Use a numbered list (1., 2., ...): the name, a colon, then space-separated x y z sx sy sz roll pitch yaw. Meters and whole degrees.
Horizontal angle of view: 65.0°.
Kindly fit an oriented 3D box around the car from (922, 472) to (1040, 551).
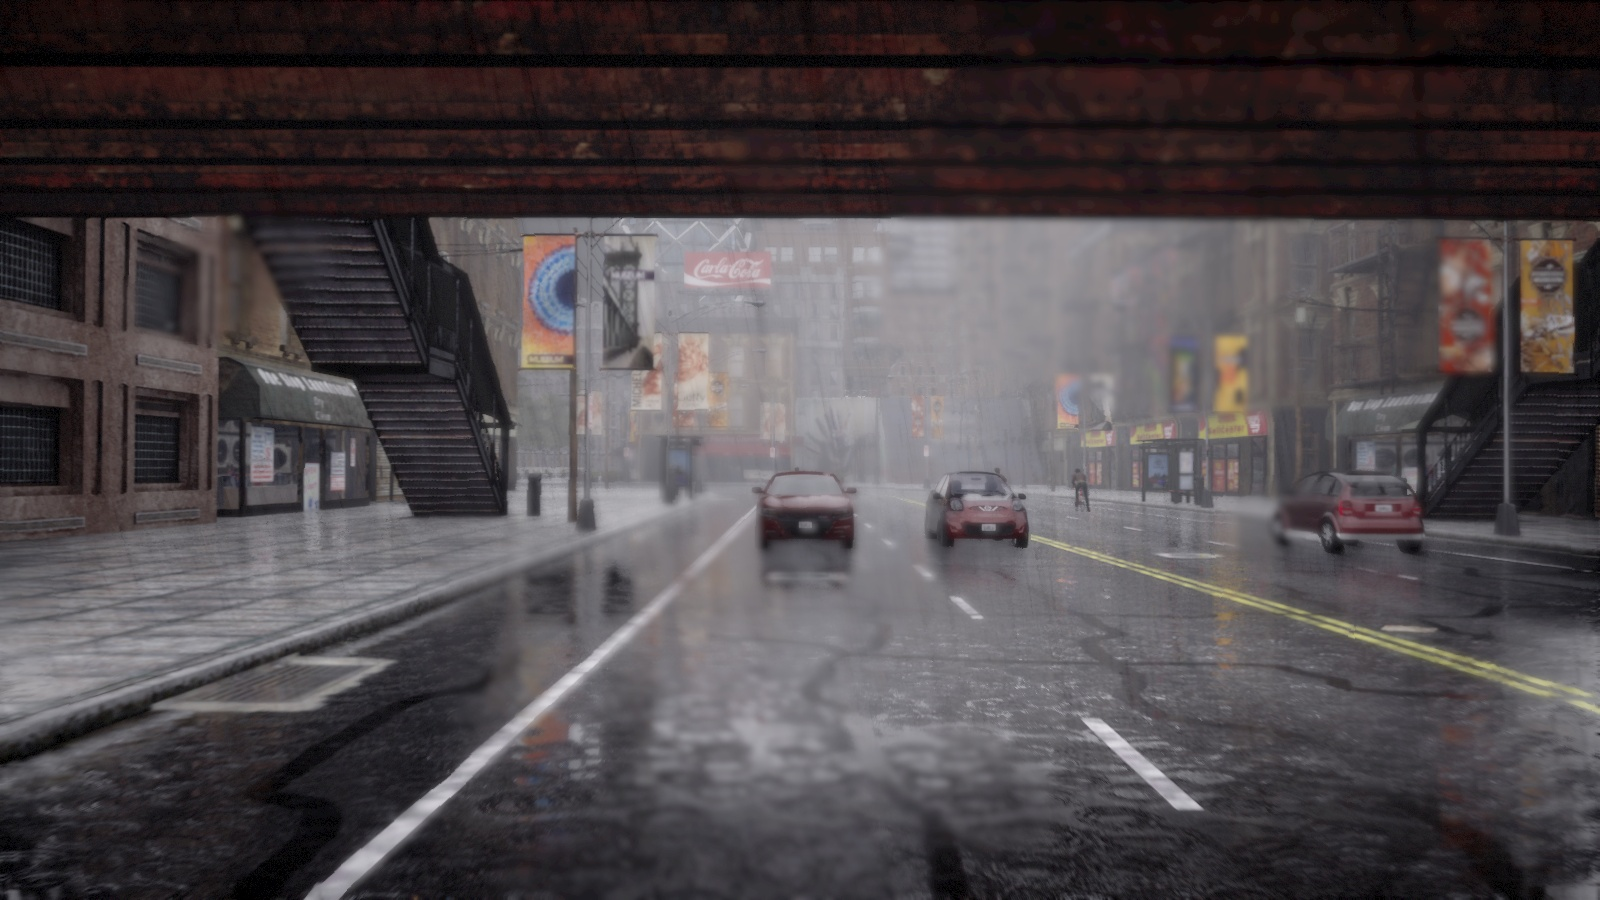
1. car: 3.625 1.198 25.719 1.845 1.501 3.633 0 -1 -1

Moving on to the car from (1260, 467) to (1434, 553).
1. car: 10.657 1.120 24.765 1.789 1.549 3.705 0 -1 0

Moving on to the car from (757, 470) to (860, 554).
1. car: 0.145 1.172 25.478 1.882 1.535 5.008 0 -1 0
